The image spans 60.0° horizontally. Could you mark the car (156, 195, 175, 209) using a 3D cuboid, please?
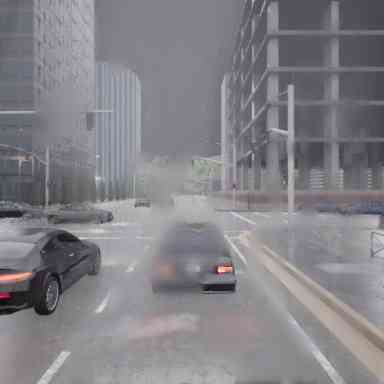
[{"bbox_3d":[-3.397,1.547,46.445,2.033,1.411,5.357,0,0,-2],"label":"car"}]

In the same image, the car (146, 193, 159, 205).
[{"bbox_3d":[-7.207,1.221,58.513,2.150,2.045,5.566,0,0,0],"label":"car"}]

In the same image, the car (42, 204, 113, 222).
[{"bbox_3d":[-7.582,1.536,22.766,4.181,1.385,1.994,0,0,-1],"label":"car"}]

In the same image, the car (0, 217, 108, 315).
[{"bbox_3d":[-3.456,1.526,7.419,1.812,1.442,4.674,0,0,0],"label":"car"}]

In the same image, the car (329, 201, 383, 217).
[{"bbox_3d":[15.837,1.492,30.250,5.357,1.411,2.033,0,0,0],"label":"car"}]

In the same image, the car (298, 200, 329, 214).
[{"bbox_3d":[12.969,1.508,33.733,4.181,1.385,1.994,0,0,0],"label":"car"}]

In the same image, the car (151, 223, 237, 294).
[{"bbox_3d":[0.051,1.547,8.937,2.033,1.411,5.357,0,0,0],"label":"car"}]

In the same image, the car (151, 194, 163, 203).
[{"bbox_3d":[-7.161,1.352,68.336,2.097,1.767,4.553,0,0,0],"label":"car"}]

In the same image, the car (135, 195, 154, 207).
[{"bbox_3d":[-7.206,1.564,49.195,1.994,1.385,4.181,0,0,0],"label":"car"}]

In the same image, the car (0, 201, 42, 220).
[{"bbox_3d":[-14.015,1.457,26.154,4.902,1.511,2.128,0,0,-1],"label":"car"}]
